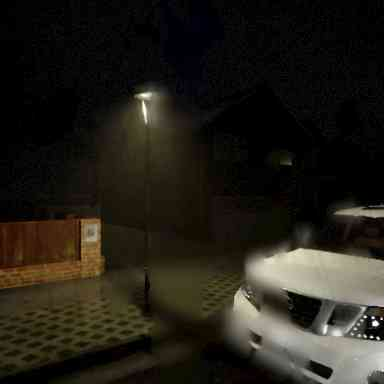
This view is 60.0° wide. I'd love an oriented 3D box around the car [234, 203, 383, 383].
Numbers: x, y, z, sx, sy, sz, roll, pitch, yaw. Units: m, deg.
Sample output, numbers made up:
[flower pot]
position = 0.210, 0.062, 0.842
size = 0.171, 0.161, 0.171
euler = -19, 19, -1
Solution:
[car]
position = 3.222, 1.223, 5.155
size = 5.566, 2.045, 2.150
euler = 0, 0, -35
